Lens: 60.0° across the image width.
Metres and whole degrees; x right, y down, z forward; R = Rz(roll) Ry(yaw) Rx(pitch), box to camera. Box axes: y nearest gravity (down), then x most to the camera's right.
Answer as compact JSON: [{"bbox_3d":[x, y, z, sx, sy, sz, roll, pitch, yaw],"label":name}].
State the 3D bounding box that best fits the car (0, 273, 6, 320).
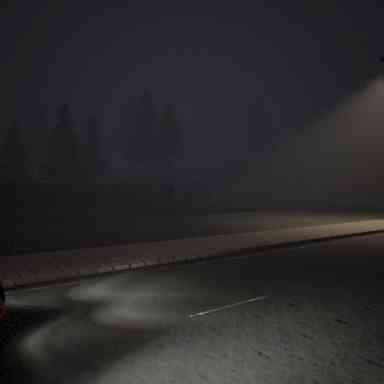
[{"bbox_3d":[-5.260,1.478,4.292,5.008,1.535,1.882,0,0,-35],"label":"car"}]
